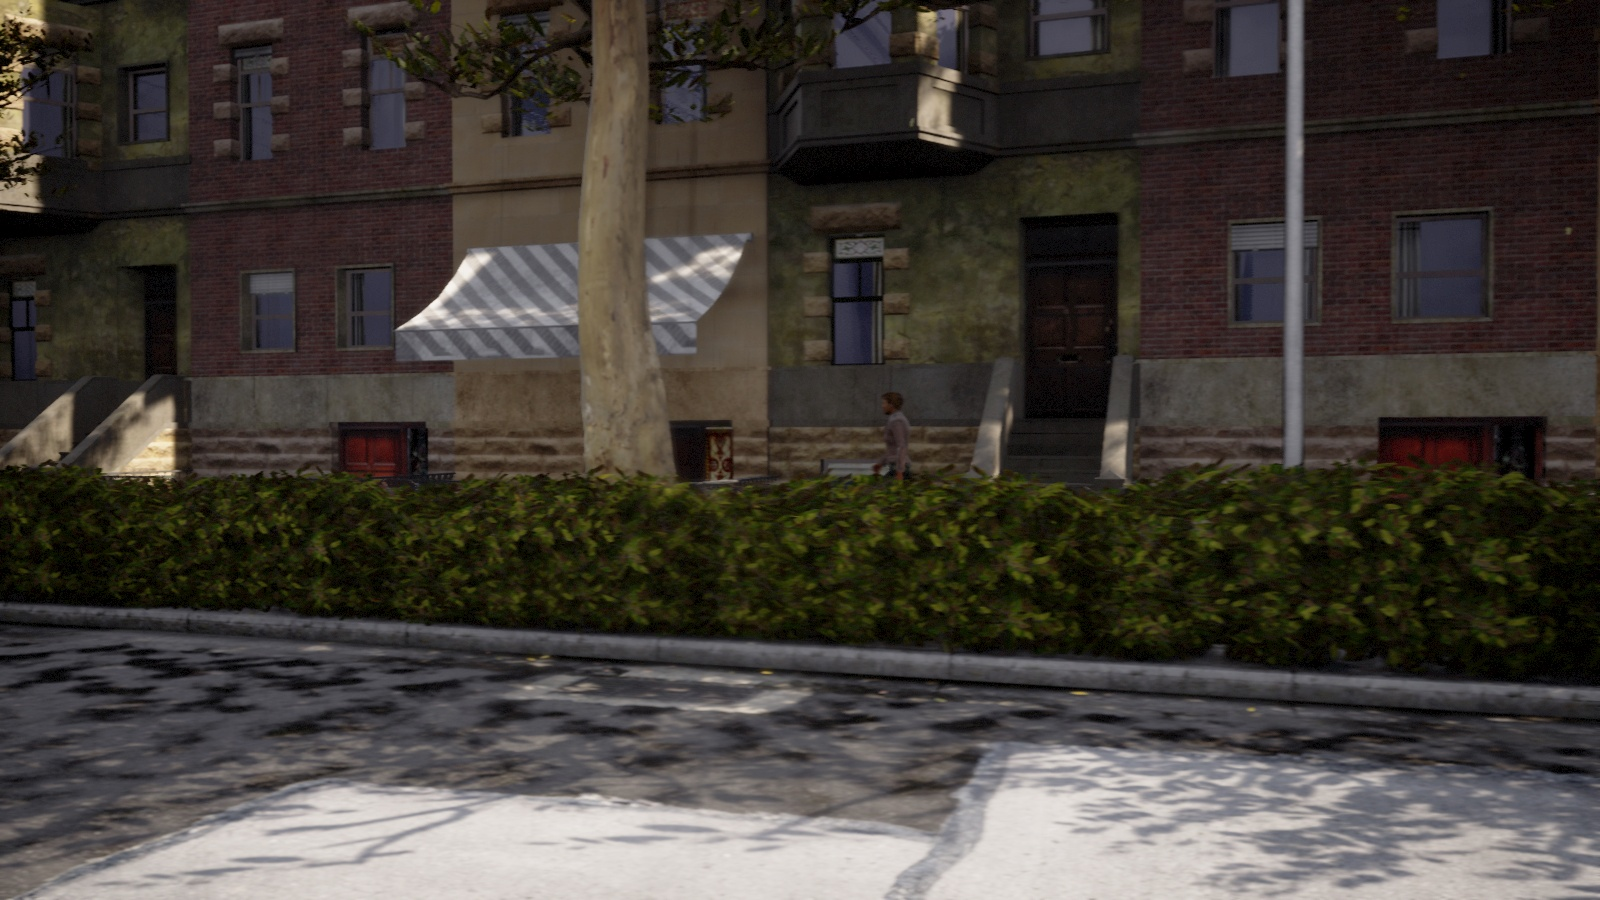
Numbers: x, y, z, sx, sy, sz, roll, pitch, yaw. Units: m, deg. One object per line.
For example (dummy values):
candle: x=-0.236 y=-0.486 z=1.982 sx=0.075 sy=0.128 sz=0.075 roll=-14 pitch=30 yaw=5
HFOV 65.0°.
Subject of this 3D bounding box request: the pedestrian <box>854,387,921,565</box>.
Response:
pedestrian: x=0.927 y=0.267 z=13.317 sx=0.634 sy=1.846 sz=0.331 roll=1 pitch=1 yaw=19
